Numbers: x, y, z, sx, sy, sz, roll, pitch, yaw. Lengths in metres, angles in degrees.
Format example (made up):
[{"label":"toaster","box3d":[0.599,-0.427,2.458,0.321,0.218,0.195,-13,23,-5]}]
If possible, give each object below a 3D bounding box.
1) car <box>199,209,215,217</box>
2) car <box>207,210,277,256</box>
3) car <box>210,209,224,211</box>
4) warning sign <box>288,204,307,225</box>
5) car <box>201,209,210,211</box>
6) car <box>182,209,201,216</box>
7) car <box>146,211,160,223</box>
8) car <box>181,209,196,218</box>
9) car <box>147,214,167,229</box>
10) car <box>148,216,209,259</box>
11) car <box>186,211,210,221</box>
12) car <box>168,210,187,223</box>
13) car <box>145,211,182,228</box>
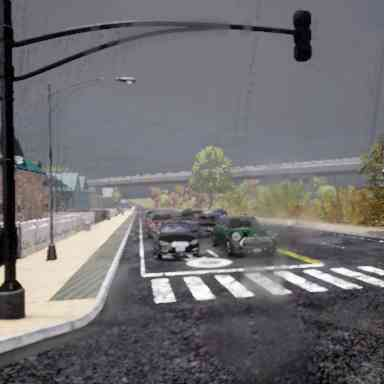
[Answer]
[{"label":"car","box3d":[2.515,3.708,58.394,1.895,1.301,4.718,-1,-2,-9]},{"label":"car","box3d":[2.400,1.961,16.241,2.097,1.767,4.553,-1,-2,-9]},{"label":"car","box3d":[4.058,3.234,48.479,1.812,1.442,4.674,-1,-2,-9]},{"label":"warning sign","box3d":[9.731,2.043,30.715,1.300,1.860,1.060,1,-1,-9]},{"label":"car","box3d":[0.868,3.295,47.846,1.812,1.442,4.674,-1,-2,-9]},{"label":"car","box3d":[-0.486,2.869,34.948,1.812,1.442,4.674,-1,-2,-9]},{"label":"car","box3d":[-5.370,3.350,45.404,1.837,1.490,4.892,-1,-2,-8]},{"label":"car","box3d":[-0.693,3.676,57.865,1.837,1.490,4.892,-1,-2,-9]},{"label":"car","box3d":[-3.780,3.030,34.933,1.895,1.301,4.718,-1,-2,-8]},{"label":"car","box3d":[-0.852,2.177,16.018,2.128,1.511,4.902,-1,-2,-9]},{"label":"car","box3d":[1.042,2.457,25.001,1.837,1.490,4.892,-1,-2,-9]},{"label":"car","box3d":[-2.107,3.314,45.597,2.033,1.411,5.357,-1,-2,-8]},{"label":"car","box3d":[-2.268,2.395,25.121,2.097,1.767,4.553,-1,-2,-9]}]
